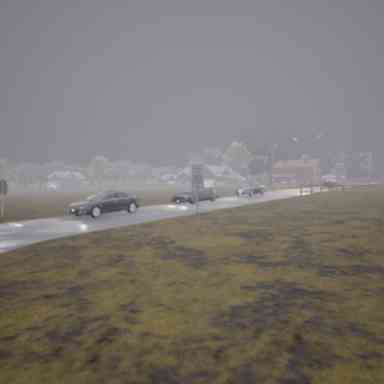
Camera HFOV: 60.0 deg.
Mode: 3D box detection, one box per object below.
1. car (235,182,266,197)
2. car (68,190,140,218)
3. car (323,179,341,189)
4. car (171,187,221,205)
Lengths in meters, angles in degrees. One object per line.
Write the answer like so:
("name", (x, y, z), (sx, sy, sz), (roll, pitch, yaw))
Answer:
("car", (6.622, -0.315, 37.352), (2.128, 1.511, 4.902), (1, 3, 37))
("car", (-5.431, 0.700, 21.101), (1.837, 1.490, 4.892), (1, 3, 36))
("car", (22.948, -1.389, 54.457), (1.882, 1.535, 5.008), (1, 3, 36))
("car", (0.455, 0.249, 29.037), (2.033, 1.411, 5.357), (1, 3, 37))
